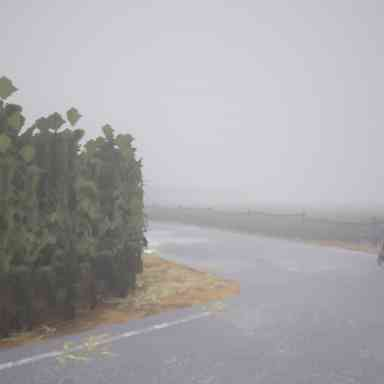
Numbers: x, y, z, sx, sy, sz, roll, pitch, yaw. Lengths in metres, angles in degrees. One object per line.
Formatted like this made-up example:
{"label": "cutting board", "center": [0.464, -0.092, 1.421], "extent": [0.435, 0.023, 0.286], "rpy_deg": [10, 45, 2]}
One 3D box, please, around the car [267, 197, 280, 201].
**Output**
{"label": "car", "center": [18.361, 1.893, 73.309], "extent": [4.553, 1.767, 2.097], "rpy_deg": [1, 0, -35]}

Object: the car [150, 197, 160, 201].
{"label": "car", "center": [-7.320, 1.567, 55.181], "extent": [5.008, 1.535, 1.882], "rpy_deg": [1, -1, -35]}

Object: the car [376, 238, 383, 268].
{"label": "car", "center": [7.293, 1.453, 8.269], "extent": [4.553, 1.767, 2.097], "rpy_deg": [0, -1, 6]}
